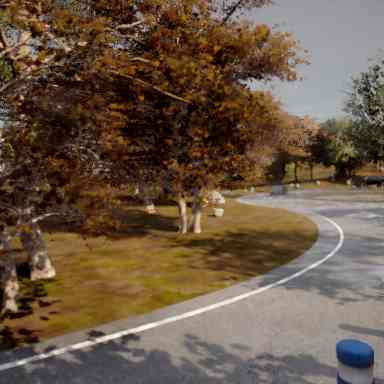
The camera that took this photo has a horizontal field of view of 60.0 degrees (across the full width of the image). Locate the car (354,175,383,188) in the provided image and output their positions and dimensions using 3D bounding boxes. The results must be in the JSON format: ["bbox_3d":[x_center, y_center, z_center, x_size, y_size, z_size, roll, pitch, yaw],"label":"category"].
[{"bbox_3d":[31.260,-1.793,57.920,5.566,2.045,2.150,-2,2,7],"label":"car"}]

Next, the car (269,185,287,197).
[{"bbox_3d":[12.232,-0.172,47.151,1.837,1.490,4.892,-3,2,26],"label":"car"}]
